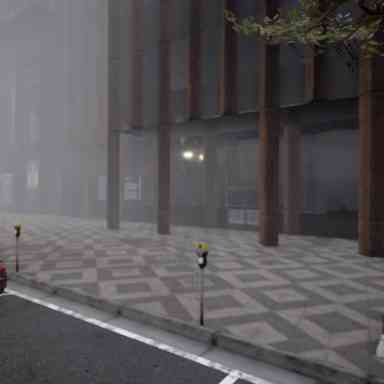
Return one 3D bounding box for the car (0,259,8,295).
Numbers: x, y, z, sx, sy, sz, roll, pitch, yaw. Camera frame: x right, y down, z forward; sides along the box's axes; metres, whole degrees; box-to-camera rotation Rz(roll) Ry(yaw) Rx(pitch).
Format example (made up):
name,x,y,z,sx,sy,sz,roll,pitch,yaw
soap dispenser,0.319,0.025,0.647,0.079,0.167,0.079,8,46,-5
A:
name,x,y,z,sx,sy,sz,roll,pitch,yaw
car,-5.485,1.525,7.006,4.206,1.307,1.802,0,0,36
